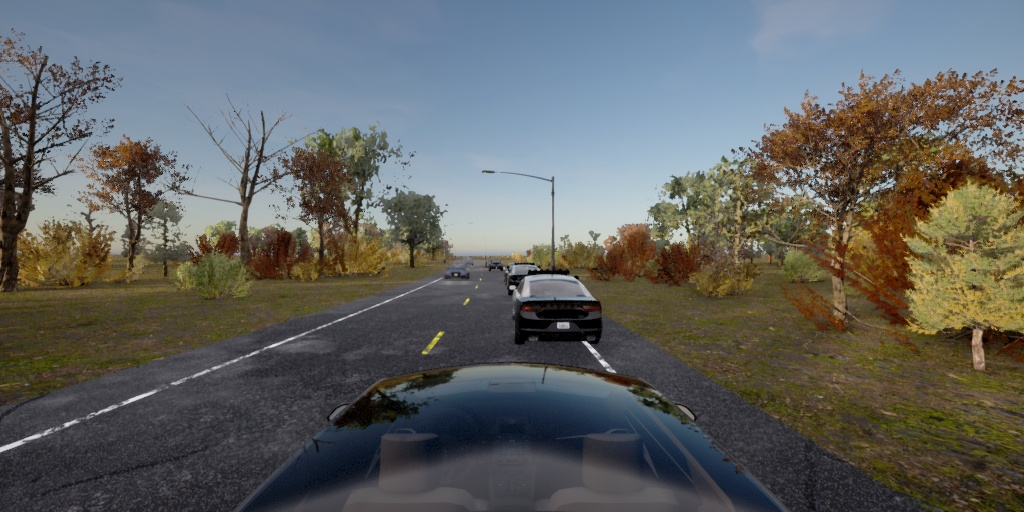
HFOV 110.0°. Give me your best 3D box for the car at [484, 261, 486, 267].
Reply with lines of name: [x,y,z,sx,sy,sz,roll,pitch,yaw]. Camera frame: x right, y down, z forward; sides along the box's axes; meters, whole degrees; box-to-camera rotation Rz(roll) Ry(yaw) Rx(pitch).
car: [-3.516,1.207,60.227,2.128,1.511,4.902,0,0,-7]

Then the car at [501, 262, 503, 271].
car: [0.413,1.216,25.665,1.882,1.535,5.008,0,0,-3]

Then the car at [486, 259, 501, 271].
car: [-2.169,1.233,47.337,1.837,1.490,4.892,0,0,-5]

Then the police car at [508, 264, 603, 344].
police car: [0.969,1.174,9.695,1.930,1.638,5.238,0,0,-1]

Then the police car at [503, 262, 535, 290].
police car: [0.679,1.170,19.747,1.930,1.638,5.238,0,0,-2]

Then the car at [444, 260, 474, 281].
car: [-4.530,1.303,30.188,1.994,1.385,4.181,0,0,-4]
